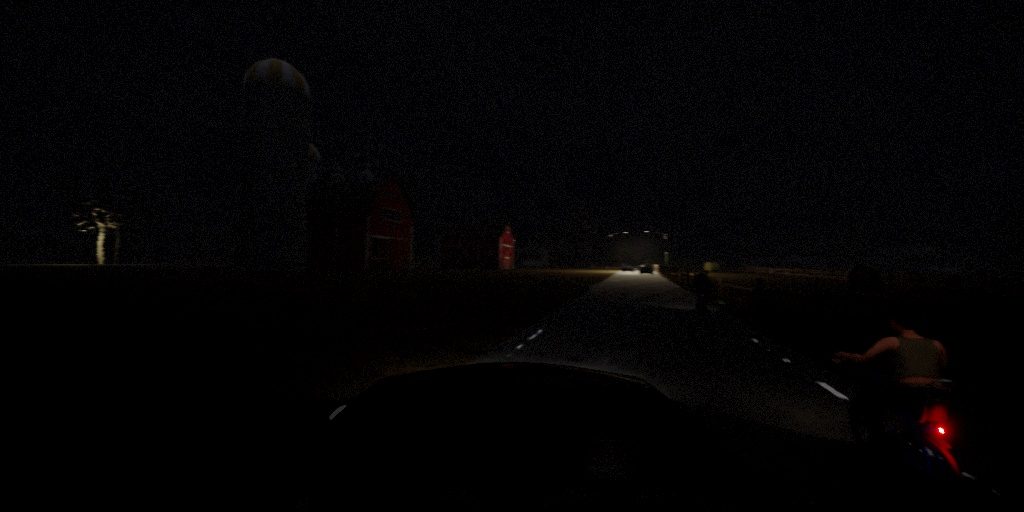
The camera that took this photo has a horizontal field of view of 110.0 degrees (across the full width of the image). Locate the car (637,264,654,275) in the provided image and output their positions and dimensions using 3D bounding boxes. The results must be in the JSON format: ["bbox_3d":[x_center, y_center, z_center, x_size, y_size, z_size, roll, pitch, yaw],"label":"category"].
[{"bbox_3d":[20.710,2.175,55.306,1.994,1.385,4.181,1,-1,18],"label":"car"}]

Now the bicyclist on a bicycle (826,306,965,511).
[{"bbox_3d":[3.673,1.277,3.438,0.866,1.612,1.509,1,-1,19],"label":"bicyclist on a bicycle"}]

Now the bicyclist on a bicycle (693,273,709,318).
[{"bbox_3d":[7.086,1.457,13.417,0.582,1.620,1.656,1,-1,19],"label":"bicyclist on a bicycle"}]
